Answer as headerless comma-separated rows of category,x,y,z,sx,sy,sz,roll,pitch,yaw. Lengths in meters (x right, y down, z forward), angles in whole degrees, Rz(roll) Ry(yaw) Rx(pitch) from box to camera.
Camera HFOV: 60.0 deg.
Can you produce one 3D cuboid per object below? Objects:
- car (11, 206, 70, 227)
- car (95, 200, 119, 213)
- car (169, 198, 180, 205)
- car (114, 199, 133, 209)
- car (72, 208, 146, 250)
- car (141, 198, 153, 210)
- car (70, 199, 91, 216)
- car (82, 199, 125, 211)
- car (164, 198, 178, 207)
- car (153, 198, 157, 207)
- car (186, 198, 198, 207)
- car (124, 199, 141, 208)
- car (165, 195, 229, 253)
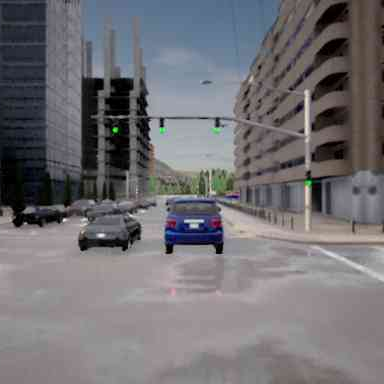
car,-10.605,1.706,23.379,1.895,1.301,4.718,0,0,0
car,-10.574,1.720,41.640,1.812,1.442,4.674,0,0,0
car,-3.524,1.857,67.497,1.994,1.385,4.181,0,0,0
car,-10.519,1.805,51.443,1.994,1.385,4.181,0,0,0
car,-3.407,1.604,14.476,1.994,1.385,4.181,0,0,0
car,-7.042,1.768,46.248,1.994,1.385,4.181,0,0,0
car,-10.604,1.500,32.276,2.097,1.767,4.553,0,0,0
car,-7.101,1.616,27.180,1.837,1.490,4.892,0,0,0
car,-3.521,1.738,57.321,2.128,1.511,4.902,0,0,0
car,-7.021,1.780,56.508,1.812,1.442,4.674,0,0,0
car,-0.021,1.799,57.437,1.994,1.385,4.181,0,0,0
car,-7.093,1.681,36.205,1.812,1.442,4.674,0,0,0
car,0.093,1.248,13.934,2.150,2.045,5.566,0,0,0
